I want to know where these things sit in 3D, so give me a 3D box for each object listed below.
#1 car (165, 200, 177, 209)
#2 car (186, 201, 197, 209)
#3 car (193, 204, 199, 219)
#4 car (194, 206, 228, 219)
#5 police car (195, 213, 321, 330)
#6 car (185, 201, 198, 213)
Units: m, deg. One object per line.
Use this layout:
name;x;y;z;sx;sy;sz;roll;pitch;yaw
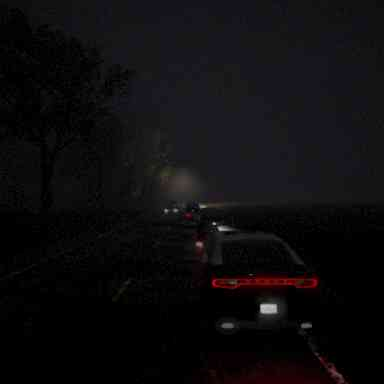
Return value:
car;-3.570;2.185;57.378;1.882;1.535;5.008;0;-1;-1
car;-0.088;2.301;60.559;1.994;1.385;4.181;0;-1;-1
car;1.176;1.797;23.286;1.812;1.442;4.674;0;-1;0
car;1.165;1.704;17.281;1.837;1.490;4.892;0;-1;0
police car;1.122;1.508;7.382;1.930;1.638;5.238;0;-1;0
car;0.079;2.150;45.618;1.895;1.301;4.718;0;-1;0
